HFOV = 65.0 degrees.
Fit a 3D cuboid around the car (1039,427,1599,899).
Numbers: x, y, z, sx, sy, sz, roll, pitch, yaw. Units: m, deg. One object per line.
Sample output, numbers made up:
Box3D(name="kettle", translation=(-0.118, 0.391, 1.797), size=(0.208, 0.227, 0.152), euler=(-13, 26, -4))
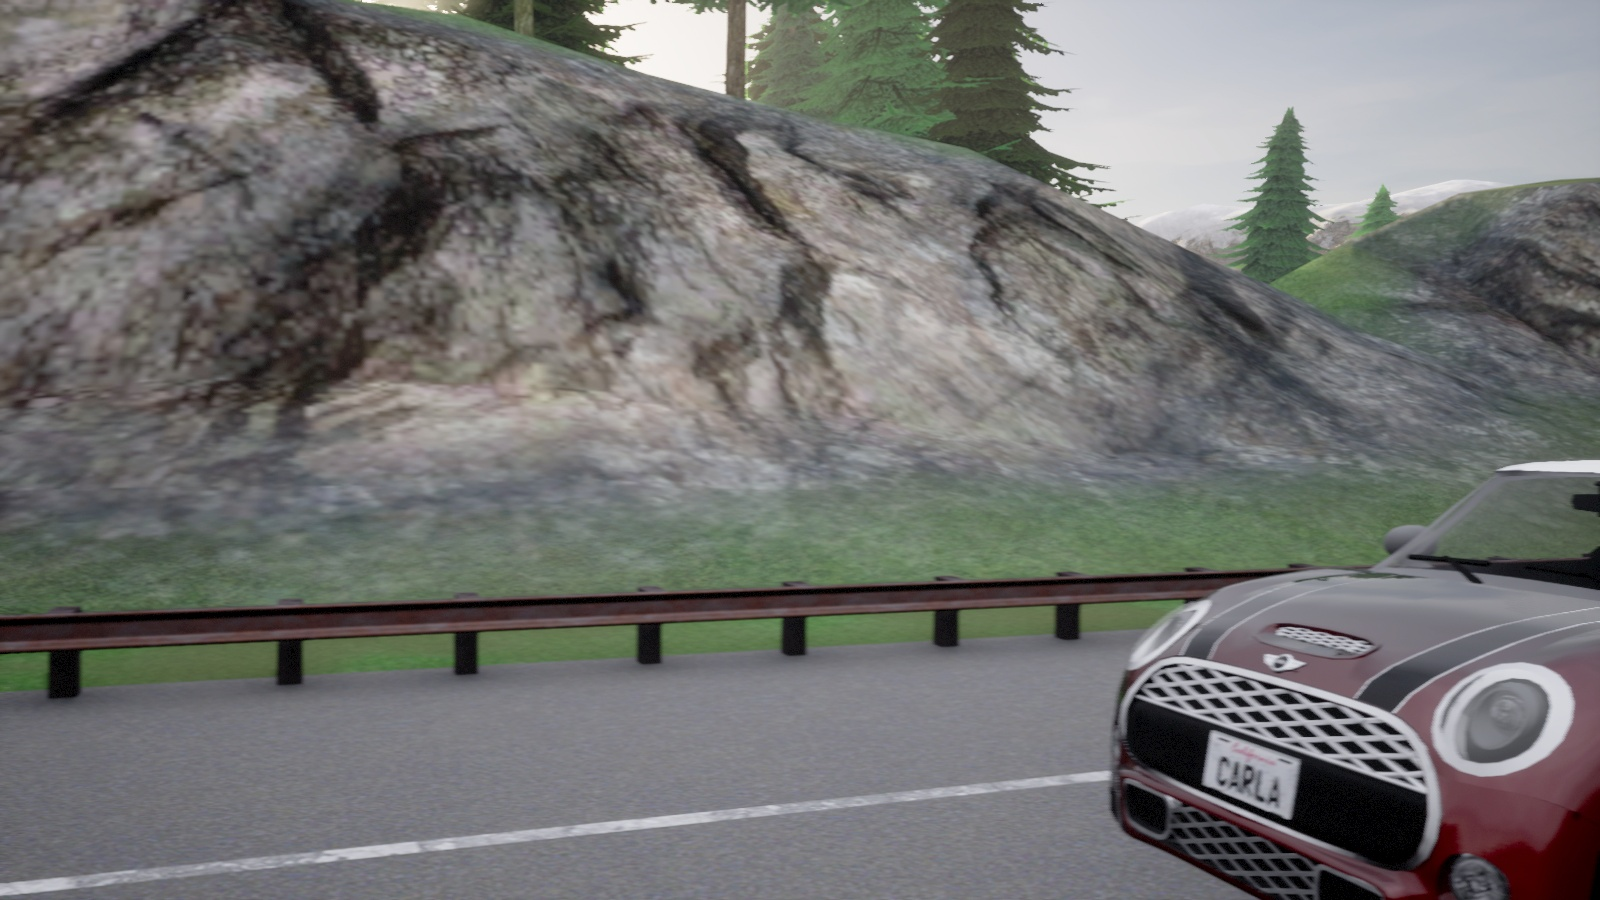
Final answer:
Box3D(name="car", translation=(3.014, 0.659, 4.381), size=(3.806, 1.475, 1.970), euler=(-1, 1, -21))
